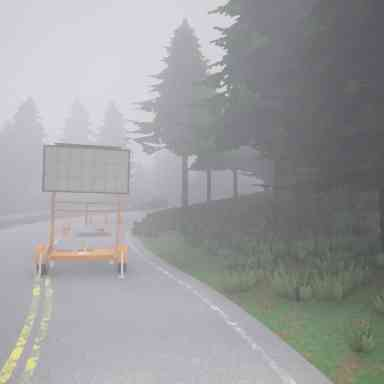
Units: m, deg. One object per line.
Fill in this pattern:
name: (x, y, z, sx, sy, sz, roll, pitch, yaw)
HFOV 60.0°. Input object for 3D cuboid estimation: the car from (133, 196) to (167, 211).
car: (-4.600, 1.265, 36.889, 1.882, 1.535, 5.008, -3, -1, 26)

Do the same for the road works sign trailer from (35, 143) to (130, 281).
road works sign trailer: (-3.089, 0.425, 9.784, 2.380, 3.560, 2.880, 2, 0, -15)
